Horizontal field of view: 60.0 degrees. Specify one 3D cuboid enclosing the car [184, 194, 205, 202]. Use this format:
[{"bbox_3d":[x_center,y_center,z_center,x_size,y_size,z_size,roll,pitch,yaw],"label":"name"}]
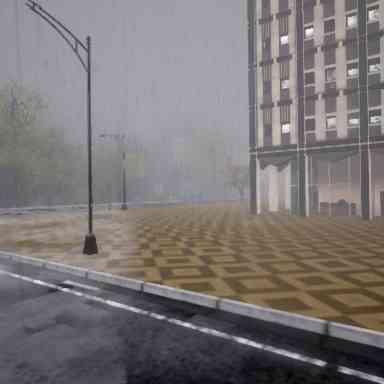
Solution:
[{"bbox_3d":[0.511,1.101,61.238,1.882,1.535,5.008,-1,0,35],"label":"car"}]
